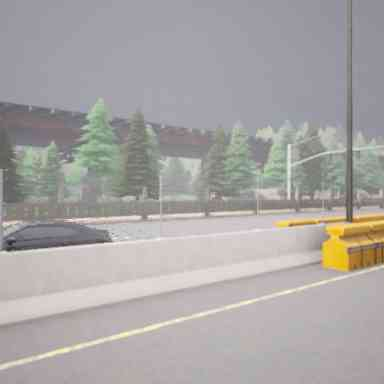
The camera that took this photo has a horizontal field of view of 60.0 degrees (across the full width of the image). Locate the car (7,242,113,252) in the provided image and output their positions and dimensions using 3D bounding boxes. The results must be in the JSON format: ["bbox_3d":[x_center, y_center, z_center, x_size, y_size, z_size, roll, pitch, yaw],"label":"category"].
[{"bbox_3d":[-4.545,1.532,9.336,4.674,1.442,1.812,0,0,-35],"label":"car"}]
